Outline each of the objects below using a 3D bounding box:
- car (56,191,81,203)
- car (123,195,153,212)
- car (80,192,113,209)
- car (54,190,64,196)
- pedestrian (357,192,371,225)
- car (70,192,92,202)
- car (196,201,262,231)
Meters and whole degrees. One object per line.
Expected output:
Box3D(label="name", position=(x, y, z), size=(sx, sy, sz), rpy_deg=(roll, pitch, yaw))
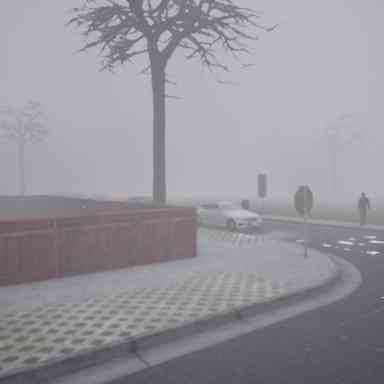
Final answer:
Box3D(label="car", position=(-15.308, 0.876, 42.275), size=(1.895, 1.301, 4.718), rpy_deg=(-1, 1, -36))
Box3D(label="car", position=(-3.740, 1.061, 26.252), size=(1.882, 1.535, 5.008), rpy_deg=(-1, 1, -36))
Box3D(label="car", position=(-9.655, 0.952, 34.421), size=(1.812, 1.442, 4.674), rpy_deg=(-1, 1, -36))
Box3D(label="car", position=(-22.176, 0.498, 56.680), size=(1.837, 1.490, 4.892), rpy_deg=(-1, 1, -36))
Box3D(label="pedestrian", position=(9.349, 0.878, 18.183), size=(0.375, 1.860, 0.375), rpy_deg=(0, 0, -36))
Box3D(label="car", position=(-16.279, 0.718, 48.539), size=(1.994, 1.385, 4.181), rpy_deg=(-1, 1, -35))
Box3D(label="car", position=(1.782, 1.254, 18.641), size=(1.812, 1.442, 4.674), rpy_deg=(-1, 1, -36))
